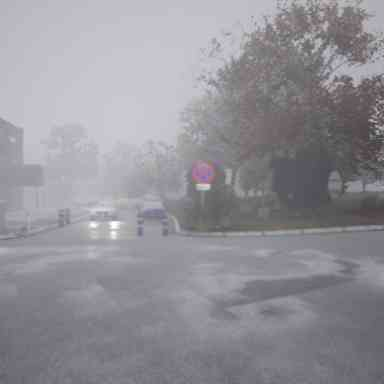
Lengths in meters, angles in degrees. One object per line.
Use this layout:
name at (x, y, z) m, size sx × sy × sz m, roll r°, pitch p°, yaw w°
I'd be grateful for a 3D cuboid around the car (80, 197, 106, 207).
car at (-16.966, 1.703, 56.881) m, size 5.008 × 1.535 × 2.097 m, roll 0°, pitch 1°, yaw 44°

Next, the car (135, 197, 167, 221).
car at (-3.047, 1.435, 26.166) m, size 2.097 × 1.535 × 5.008 m, roll 0°, pitch -1°, yaw -6°

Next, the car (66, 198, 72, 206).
car at (-21.152, 1.835, 60.980) m, size 4.892 × 1.521 × 2.231 m, roll -3°, pitch -1°, yaw 38°

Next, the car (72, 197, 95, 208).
car at (-16.241, 1.736, 50.750) m, size 1.994 × 1.385 × 4.181 m, roll -1°, pitch -1°, yaw -37°

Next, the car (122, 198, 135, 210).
car at (-7.291, 1.559, 43.017) m, size 2.231 × 1.521 × 4.892 m, roll 0°, pitch 0°, yaw -23°

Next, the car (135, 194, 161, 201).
car at (-3.907, 1.219, 32.100) m, size 2.435 × 2.045 × 5.566 m, roll 0°, pitch -1°, yaw -12°

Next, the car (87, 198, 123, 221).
car at (-6.773, 1.439, 26.312) m, size 1.812 × 1.442 × 4.674 m, roll 0°, pitch -1°, yaw -7°
